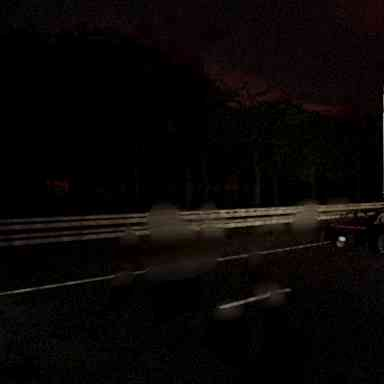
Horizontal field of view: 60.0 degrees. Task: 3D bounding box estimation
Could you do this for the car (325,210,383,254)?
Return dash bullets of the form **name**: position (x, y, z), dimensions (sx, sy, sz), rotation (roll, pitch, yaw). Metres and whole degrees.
- **car**: position (7.355, 1.462, 13.355), dimensions (4.902, 1.511, 2.128), rotation (0, 0, -36)
